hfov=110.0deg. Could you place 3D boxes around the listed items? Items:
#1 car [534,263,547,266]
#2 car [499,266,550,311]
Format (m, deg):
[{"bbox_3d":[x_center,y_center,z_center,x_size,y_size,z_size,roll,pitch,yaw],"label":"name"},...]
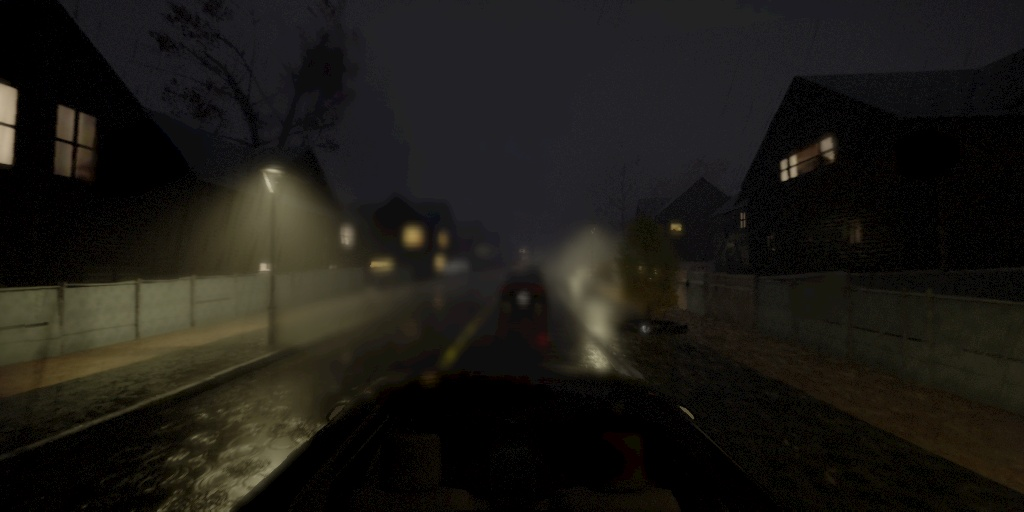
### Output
[{"bbox_3d":[1.865,1.533,28.975,1.837,1.490,4.892,0,0,8],"label":"car"},{"bbox_3d":[0.586,1.377,15.313,1.882,1.535,5.008,0,0,4],"label":"car"}]
